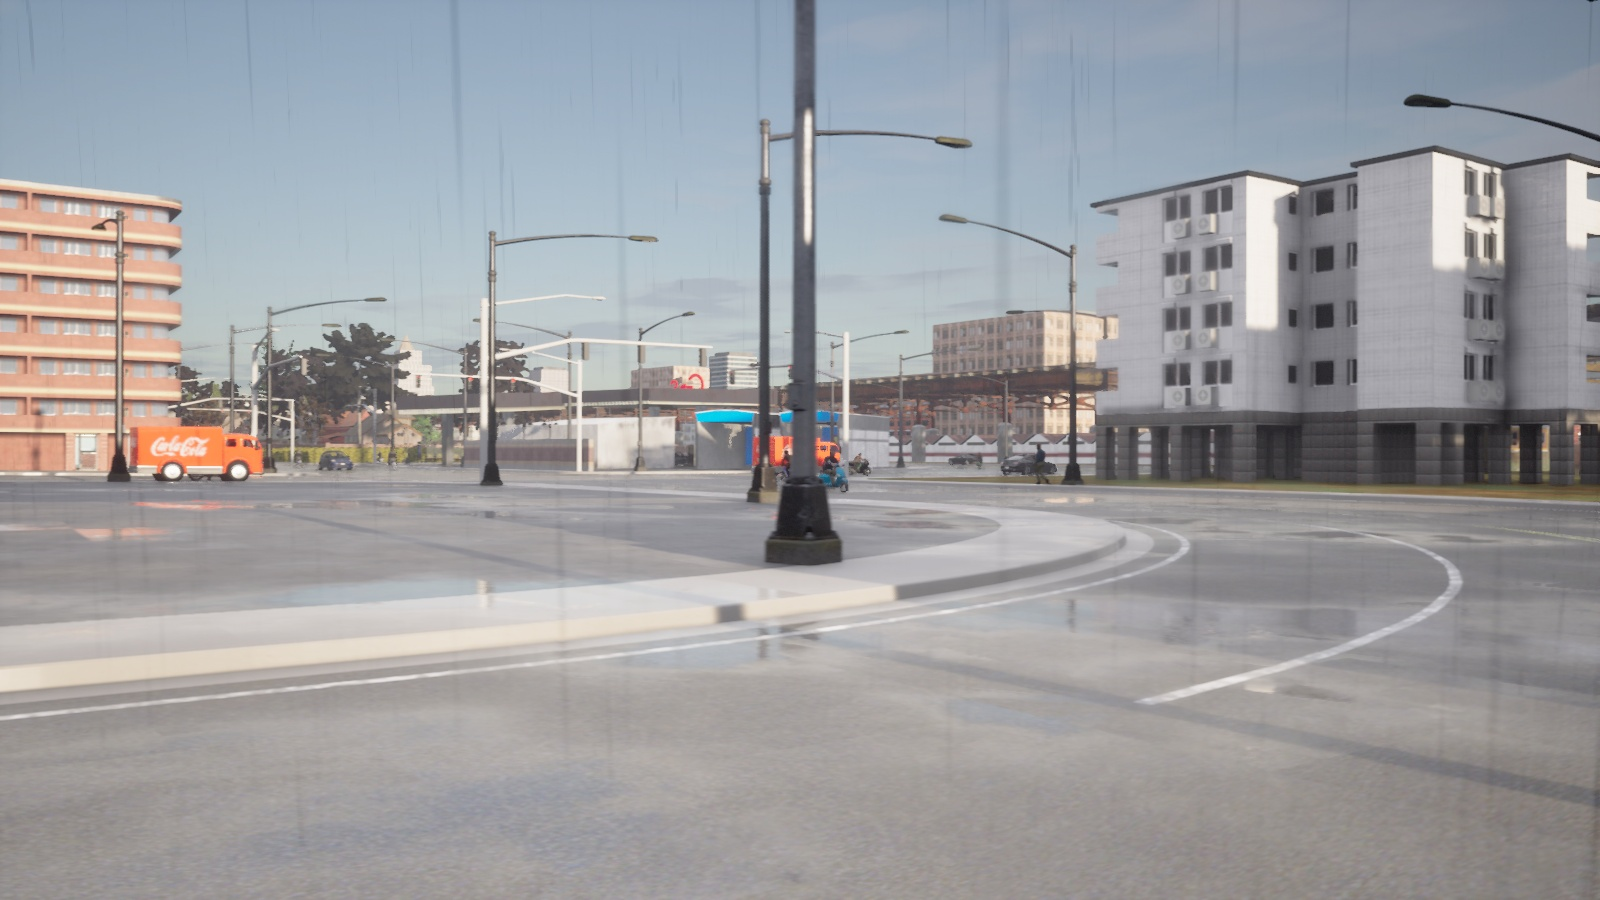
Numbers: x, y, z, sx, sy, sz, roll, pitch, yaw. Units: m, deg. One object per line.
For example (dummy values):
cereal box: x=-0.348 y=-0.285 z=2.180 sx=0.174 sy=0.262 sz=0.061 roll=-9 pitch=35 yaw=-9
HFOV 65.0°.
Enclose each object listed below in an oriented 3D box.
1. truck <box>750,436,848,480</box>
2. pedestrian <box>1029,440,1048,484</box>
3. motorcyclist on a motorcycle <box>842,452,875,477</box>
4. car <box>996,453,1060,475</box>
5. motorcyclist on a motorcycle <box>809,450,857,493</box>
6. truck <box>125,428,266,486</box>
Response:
truck: x=-0.035 y=0.437 z=72.993 sx=5.204 sy=2.467 sz=2.627 roll=0 pitch=0 yaw=-38
pedestrian: x=10.170 y=0.507 z=53.641 sx=0.370 sy=1.835 sz=0.726 roll=0 pitch=0 yaw=-37
motorcyclist on a motorcycle: x=3.744 y=0.914 z=79.940 sx=2.044 sy=1.523 sz=0.797 roll=0 pitch=0 yaw=-35
car: x=15.390 y=0.944 z=84.748 sx=4.674 sy=1.442 sz=1.812 roll=0 pitch=0 yaw=-43
motorcyclist on a motorcycle: x=1.236 y=0.811 z=47.333 sx=0.866 sy=1.590 sz=1.817 roll=0 pitch=0 yaw=-36
truck: x=-26.560 y=0.317 z=55.240 sx=5.204 sy=2.467 sz=2.627 roll=1 pitch=0 yaw=-35
